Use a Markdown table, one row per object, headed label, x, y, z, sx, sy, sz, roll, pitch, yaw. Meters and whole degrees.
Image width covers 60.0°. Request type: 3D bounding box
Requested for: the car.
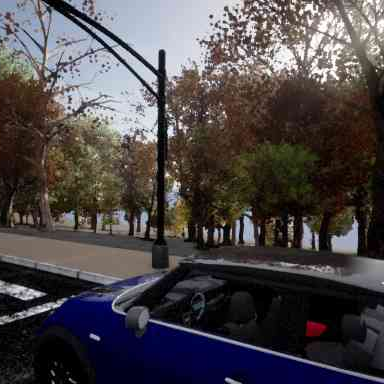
| label | x | y | z | sx | sy | sz | roll | pitch | yaw |
| --- | --- | --- | --- | --- | --- | --- | --- | --- | --- |
| car | 0.452 | 1.352 | 3.337 | 4.553 | 1.767 | 2.097 | 0 | 0 | 34 |
